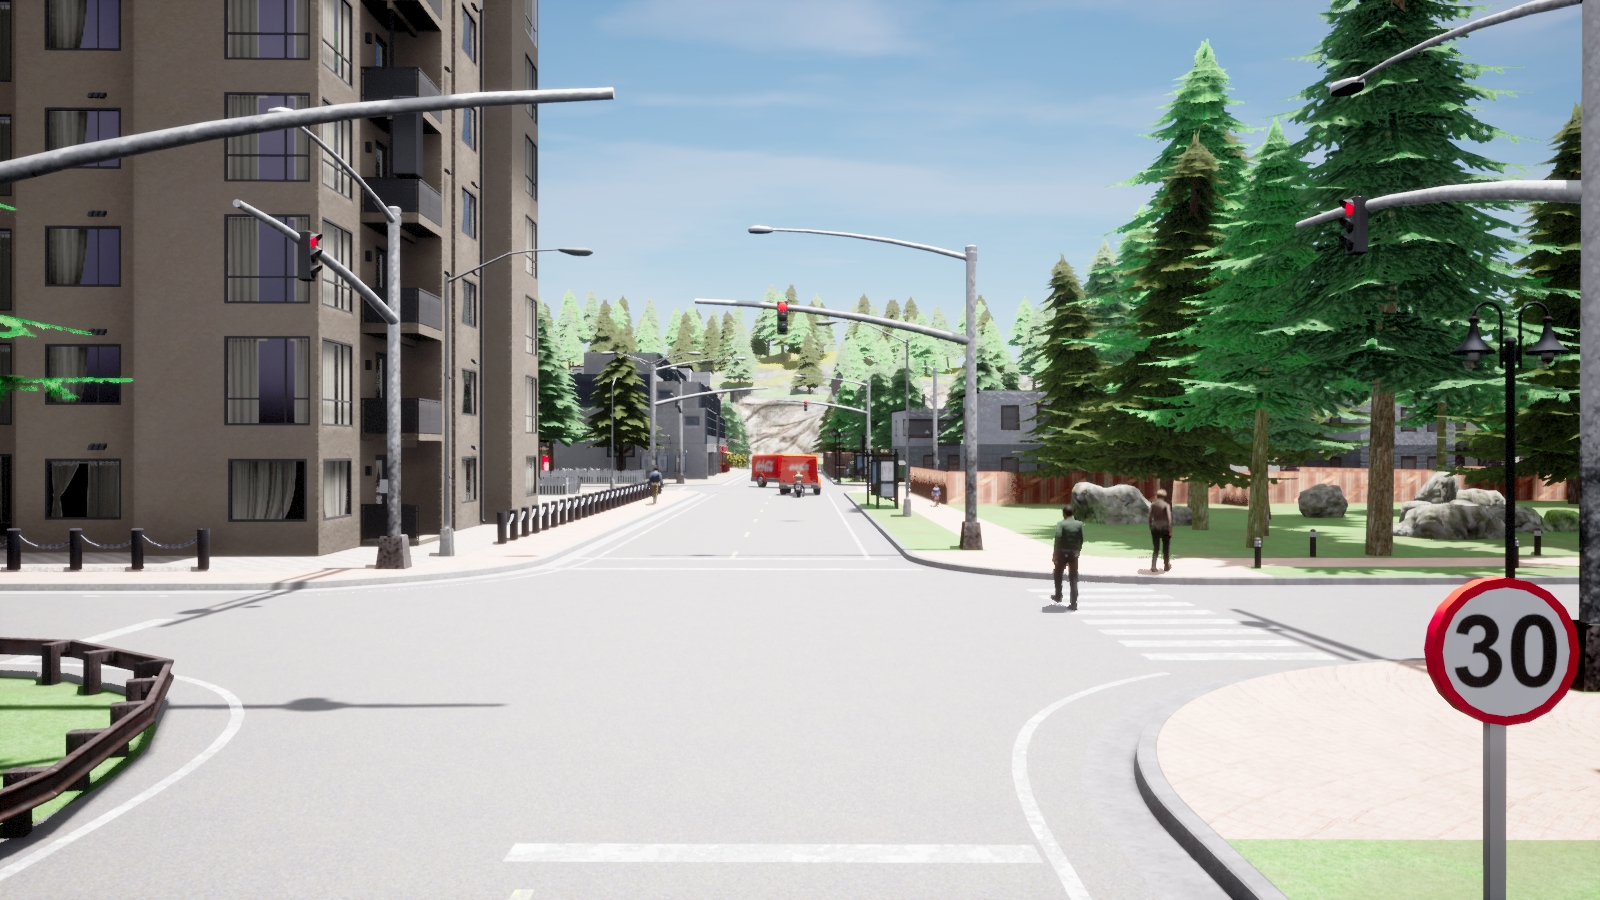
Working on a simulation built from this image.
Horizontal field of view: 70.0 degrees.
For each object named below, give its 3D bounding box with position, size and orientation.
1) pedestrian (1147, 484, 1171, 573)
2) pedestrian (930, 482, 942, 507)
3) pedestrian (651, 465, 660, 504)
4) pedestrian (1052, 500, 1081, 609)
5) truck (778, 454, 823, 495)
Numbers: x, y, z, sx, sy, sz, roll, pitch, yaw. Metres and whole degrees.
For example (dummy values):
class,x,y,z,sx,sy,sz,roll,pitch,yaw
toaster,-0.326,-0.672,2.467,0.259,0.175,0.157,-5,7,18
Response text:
class,x,y,z,sx,sy,sz,roll,pitch,yaw
pedestrian,7.611,1.648,24.198,0.375,1.860,0.375,0,0,40
pedestrian,6.204,2.027,52.019,0.500,1.100,0.500,0,0,-1
pedestrian,-6.910,1.644,54.577,0.375,1.860,0.375,0,0,1
pedestrian,4.632,1.808,19.855,0.375,1.860,0.375,0,0,-8
truck,0.071,1.506,71.518,2.627,2.467,5.204,0,0,3
